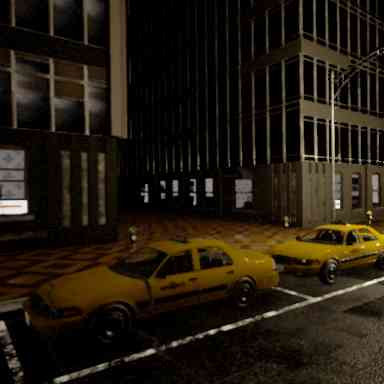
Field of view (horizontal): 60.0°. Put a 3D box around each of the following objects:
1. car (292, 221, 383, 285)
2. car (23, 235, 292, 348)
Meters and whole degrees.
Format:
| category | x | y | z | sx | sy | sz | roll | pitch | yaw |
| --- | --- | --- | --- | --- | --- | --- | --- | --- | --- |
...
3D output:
| category | x | y | z | sx | sy | sz | roll | pitch | yaw |
| --- | --- | --- | --- | --- | --- | --- | --- | --- | --- |
| car | 4.069 | 1.525 | 9.464 | 4.829 | 1.417 | 1.752 | 0 | -1 | -35 |
| car | -0.441 | 1.525 | 6.255 | 4.829 | 1.417 | 1.752 | 0 | -1 | -35 |
